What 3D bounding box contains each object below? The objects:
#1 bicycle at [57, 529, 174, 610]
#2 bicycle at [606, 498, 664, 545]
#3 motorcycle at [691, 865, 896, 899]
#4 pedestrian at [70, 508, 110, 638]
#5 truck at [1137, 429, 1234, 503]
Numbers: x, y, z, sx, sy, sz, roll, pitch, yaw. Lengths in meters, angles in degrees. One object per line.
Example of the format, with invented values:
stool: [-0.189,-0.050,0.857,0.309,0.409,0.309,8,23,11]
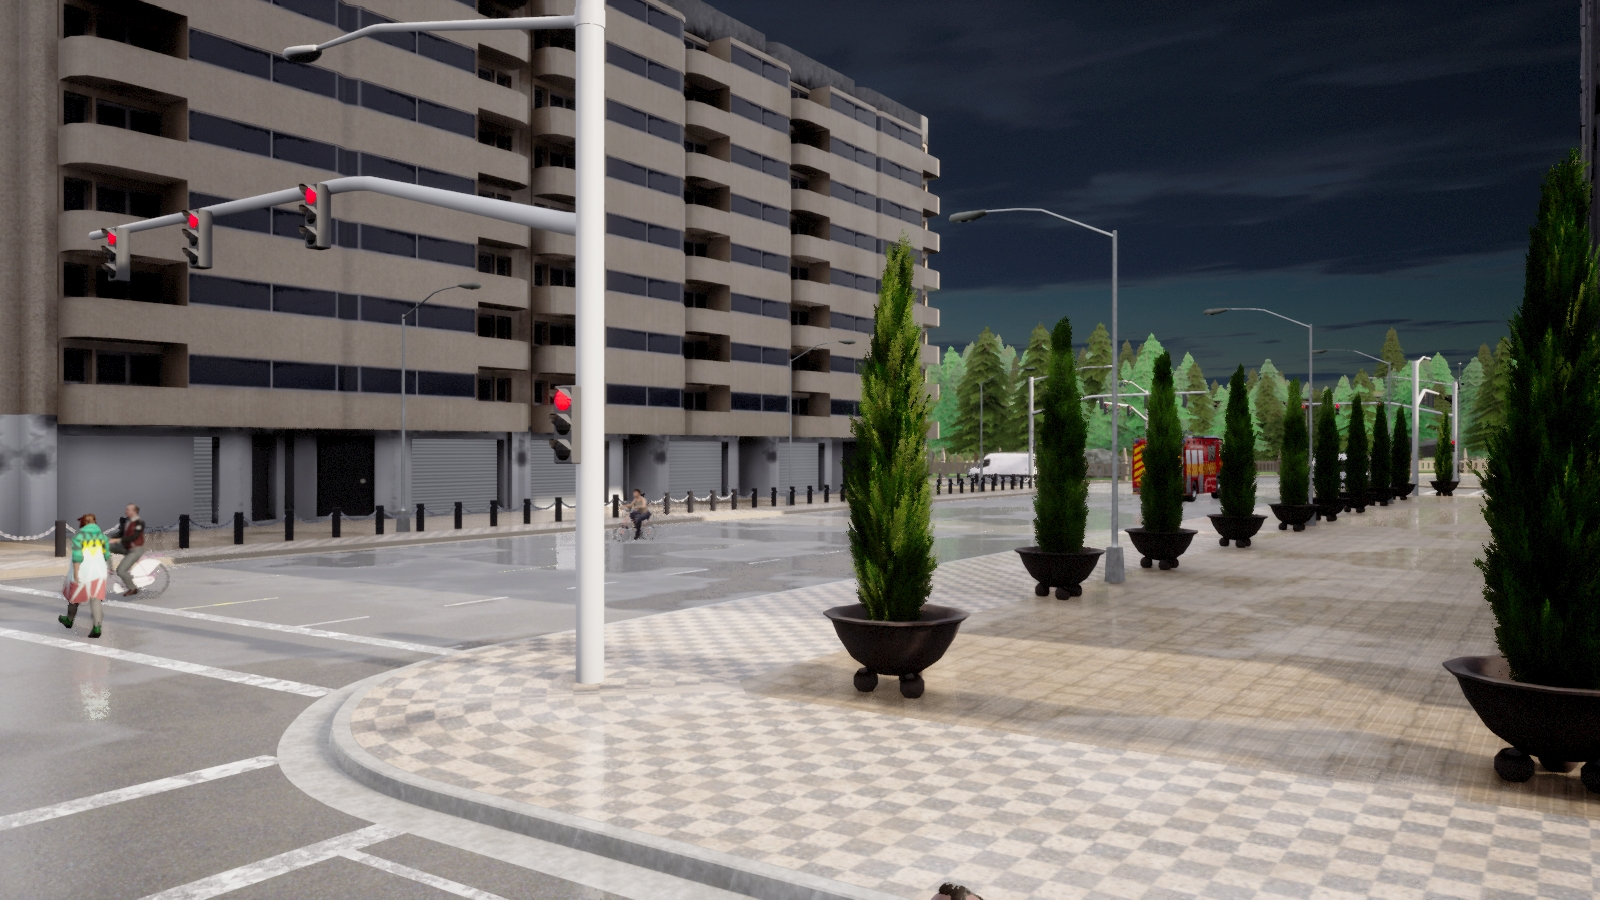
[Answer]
bicycle: [-12.206,2.107,20.441,0.329,1.271,1.835,0,0,33]
bicycle: [-4.873,2.102,33.790,1.487,1.276,0.859,0,0,-43]
motorcycle: [0.516,2.205,3.364,2.209,1.251,0.867,0,0,34]
pedestrian: [-10.492,1.804,16.884,0.375,1.860,0.375,0,0,34]
truck: [21.438,0.835,63.219,2.891,3.827,8.468,0,0,34]
